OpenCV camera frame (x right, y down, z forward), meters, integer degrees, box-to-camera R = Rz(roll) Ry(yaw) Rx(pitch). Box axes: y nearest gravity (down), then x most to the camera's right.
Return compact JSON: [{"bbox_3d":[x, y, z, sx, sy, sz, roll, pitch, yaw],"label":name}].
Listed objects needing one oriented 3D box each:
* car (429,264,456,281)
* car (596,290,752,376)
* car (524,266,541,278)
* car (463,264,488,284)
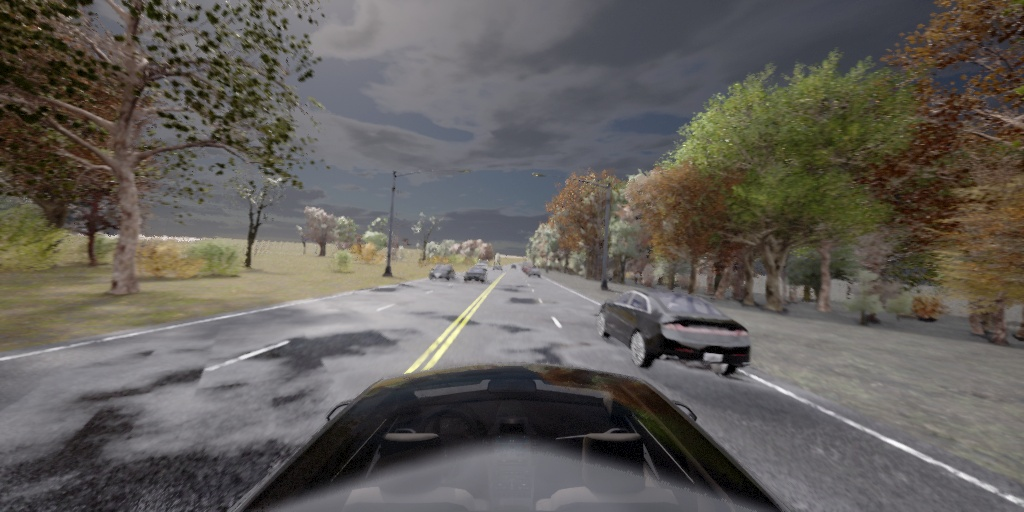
[{"bbox_3d":[-6.542,1.549,34.060,2.128,1.511,4.902,3,-1,0],"label":"car"},{"bbox_3d":[3.393,1.549,8.469,2.128,1.511,4.902,5,-1,0],"label":"car"},{"bbox_3d":[3.385,2.556,54.673,2.033,1.411,5.357,4,-2,0],"label":"car"},{"bbox_3d":[-3.307,1.781,33.546,2.033,1.411,5.357,3,-1,0],"label":"car"}]
